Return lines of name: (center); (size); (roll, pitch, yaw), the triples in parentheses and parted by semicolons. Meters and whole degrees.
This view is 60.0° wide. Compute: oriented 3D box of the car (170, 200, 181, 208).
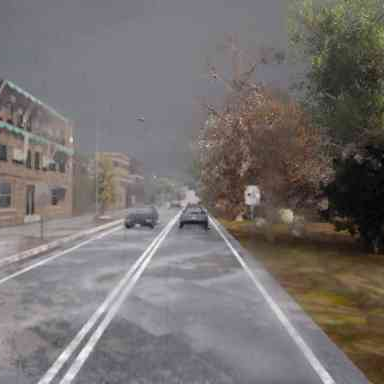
car: (-3.098, 2.250, 62.838); (1.812, 1.442, 4.674); (0, -1, 1)

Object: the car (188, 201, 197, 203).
car: (0.193, 1.909, 42.016); (2.128, 1.511, 4.902); (0, -1, 0)

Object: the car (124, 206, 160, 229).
car: (-3.319, 1.695, 23.026); (2.033, 1.411, 5.357); (0, -1, 0)

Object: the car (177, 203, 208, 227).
car: (0.132, 1.724, 24.069); (1.994, 1.385, 4.181); (0, -1, 0)
